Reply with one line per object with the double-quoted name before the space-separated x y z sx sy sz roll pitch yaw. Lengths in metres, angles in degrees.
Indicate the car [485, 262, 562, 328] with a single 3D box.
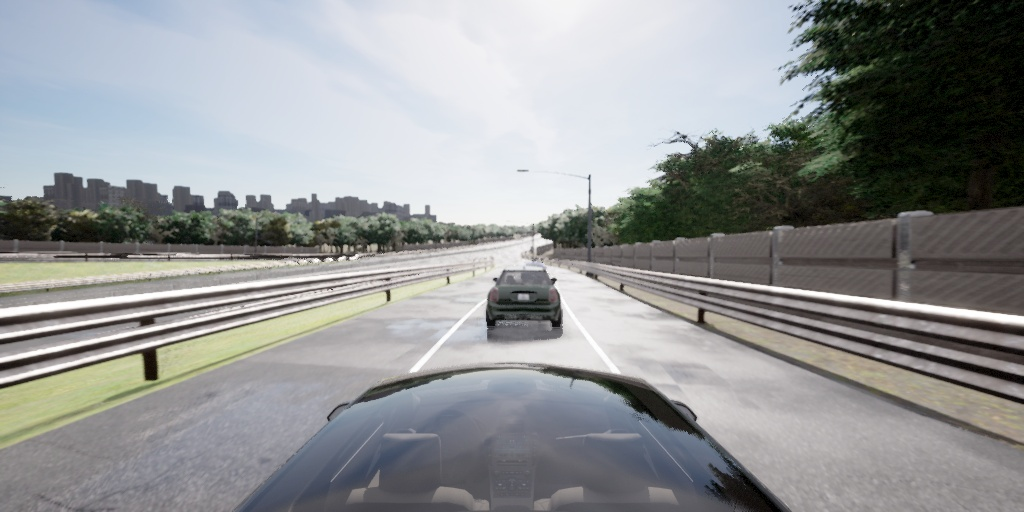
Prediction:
"car" 0.408 1.099 11.636 2.097 1.767 4.553 0 0 3
